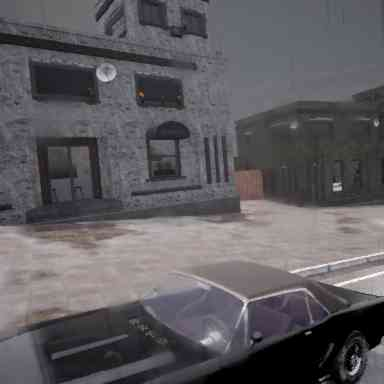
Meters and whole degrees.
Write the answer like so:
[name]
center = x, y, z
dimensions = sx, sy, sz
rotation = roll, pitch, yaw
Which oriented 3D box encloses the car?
[car]
center = 0.236, 1.595, 3.785
dimensions = 4.718, 1.301, 1.895
rotation = 0, 0, -35
